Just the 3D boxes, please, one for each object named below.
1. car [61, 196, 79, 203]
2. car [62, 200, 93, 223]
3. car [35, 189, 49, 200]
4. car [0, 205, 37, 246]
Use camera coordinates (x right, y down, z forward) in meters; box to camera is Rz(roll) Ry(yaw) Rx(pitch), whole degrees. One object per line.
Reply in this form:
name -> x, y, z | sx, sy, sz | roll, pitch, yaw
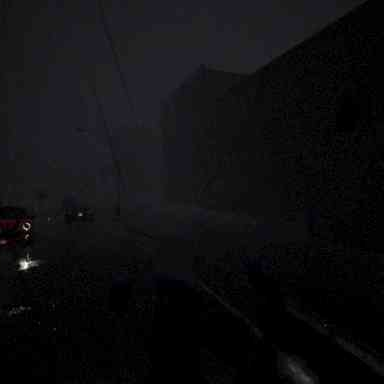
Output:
car -> -14.757, 1.214, 40.364 | 1.882, 1.535, 5.008 | 0, 2, -23
car -> -9.132, 1.650, 26.781 | 1.994, 1.385, 4.181 | 0, 1, -22
car -> -24.612, 0.369, 54.603 | 1.837, 1.490, 4.892 | 0, 4, -22
car -> -8.501, 1.472, 15.622 | 2.097, 1.767, 4.553 | 0, 0, -23
